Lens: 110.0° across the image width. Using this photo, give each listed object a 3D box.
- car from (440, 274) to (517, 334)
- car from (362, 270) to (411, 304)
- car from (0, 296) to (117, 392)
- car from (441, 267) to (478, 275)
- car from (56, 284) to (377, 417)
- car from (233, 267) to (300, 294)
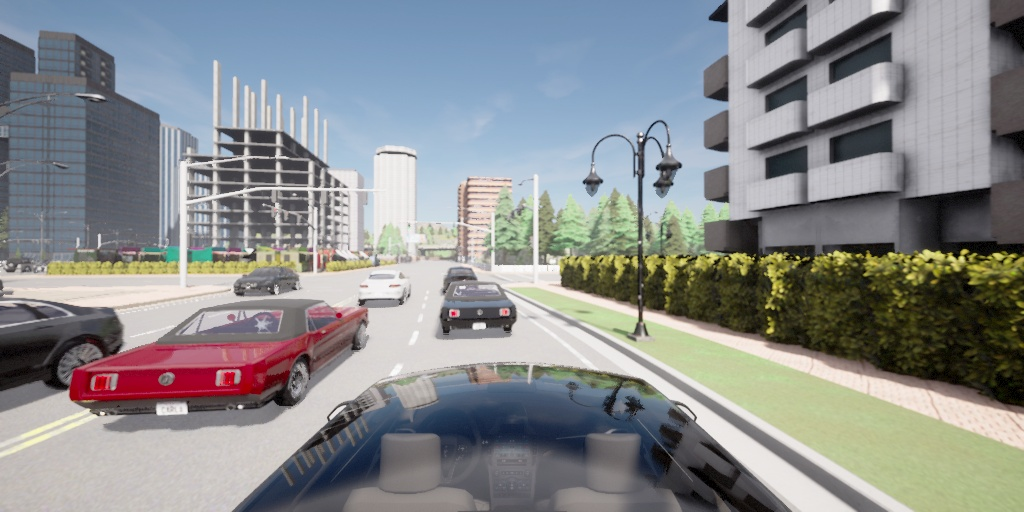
[{"bbox_3d":[-1.142,1.401,10.811,1.895,1.301,4.718,0,0,-9],"label":"car"},{"bbox_3d":[-5.753,1.359,16.523,1.812,1.442,4.674,0,0,-11],"label":"car"},{"bbox_3d":[-7.398,1.258,4.049,2.128,1.511,4.902,0,0,-6],"label":"car"},{"bbox_3d":[-3.010,1.360,20.666,1.837,1.490,4.892,0,0,-11],"label":"car"},{"bbox_3d":[-3.945,1.377,6.101,1.895,1.301,4.718,0,0,-7],"label":"car"},{"bbox_3d":[-13.745,1.379,20.411,1.837,1.490,4.892,0,-1,-12],"label":"car"}]
